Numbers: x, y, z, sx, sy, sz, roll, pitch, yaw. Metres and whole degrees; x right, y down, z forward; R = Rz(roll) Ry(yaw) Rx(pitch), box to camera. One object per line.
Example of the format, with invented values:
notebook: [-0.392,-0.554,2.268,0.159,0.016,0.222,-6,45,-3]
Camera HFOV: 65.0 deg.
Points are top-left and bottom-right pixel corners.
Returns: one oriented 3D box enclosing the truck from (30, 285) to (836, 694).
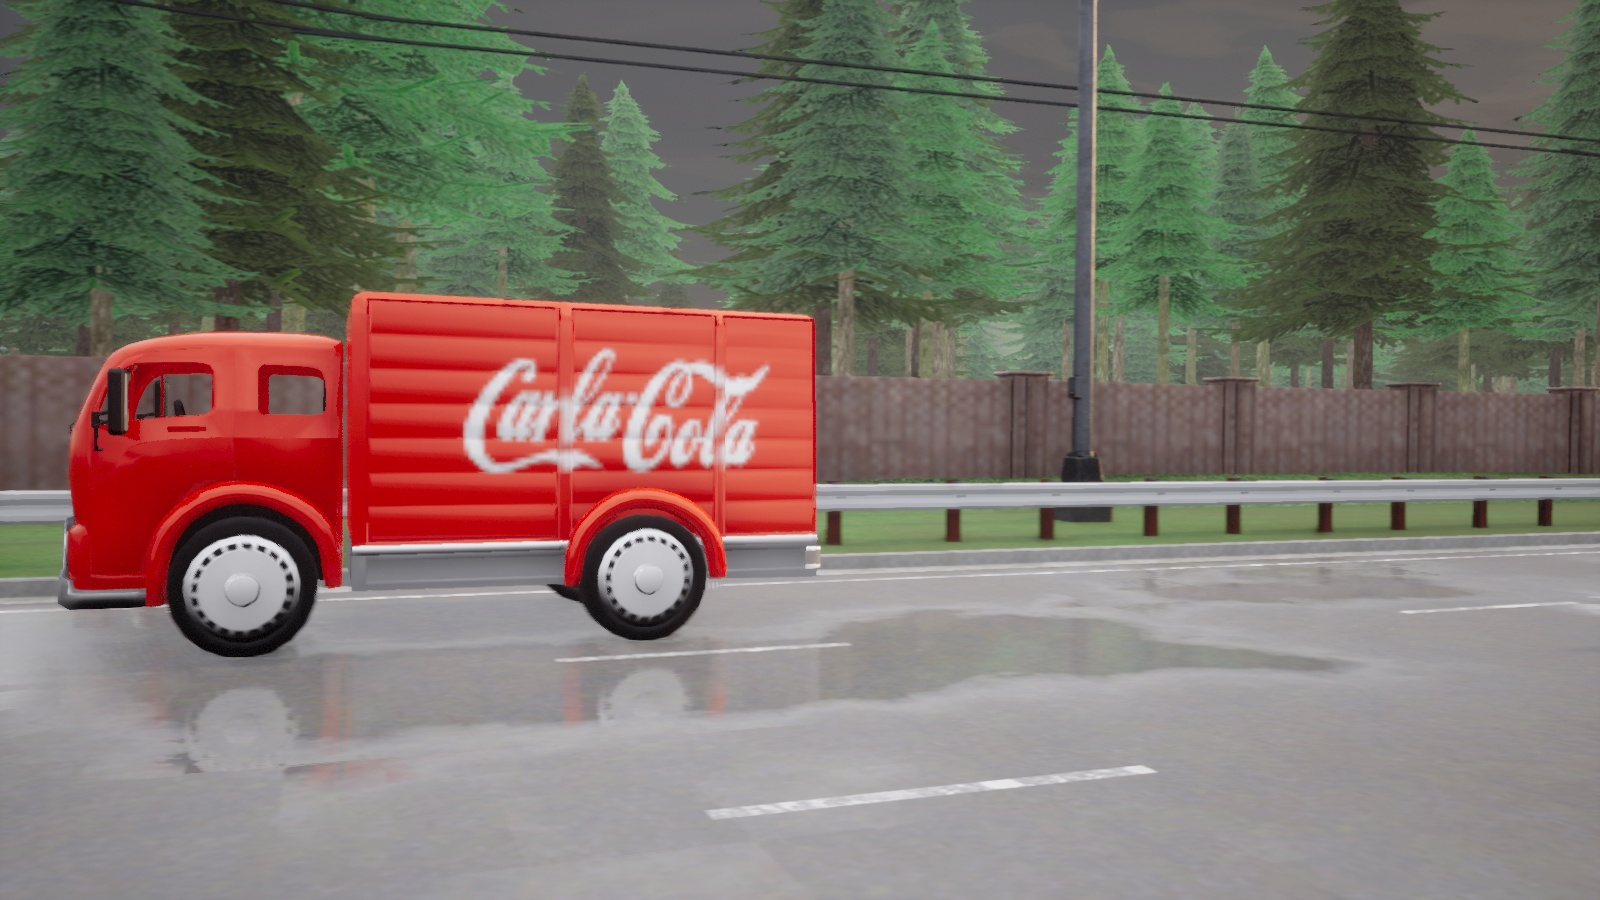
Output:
truck: [-2.646,0.178,9.719,5.204,2.467,2.627,-1,1,-21]
